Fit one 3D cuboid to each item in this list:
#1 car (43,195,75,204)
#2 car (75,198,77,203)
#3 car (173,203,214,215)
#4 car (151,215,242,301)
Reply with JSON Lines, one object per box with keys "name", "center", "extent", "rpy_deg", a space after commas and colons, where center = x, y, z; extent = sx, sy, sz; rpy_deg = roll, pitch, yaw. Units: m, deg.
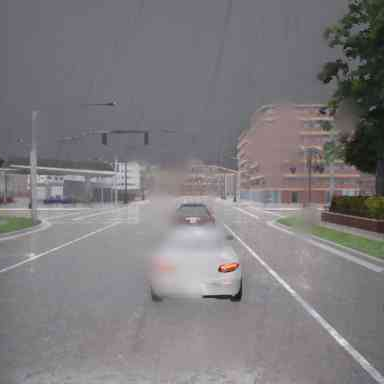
{"name": "car", "center": [-23.437, 1.295, 57.889], "extent": [4.611, 1.667, 2.242], "rpy_deg": [0, 0, 1]}
{"name": "car", "center": [-24.167, 1.456, 63.639], "extent": [3.806, 1.475, 1.970], "rpy_deg": [0, 0, 1]}
{"name": "car", "center": [0.064, 1.352, 17.181], "extent": [2.097, 1.767, 4.553], "rpy_deg": [0, 0, 0]}
{"name": "car", "center": [0.087, 1.526, 8.188], "extent": [1.812, 1.442, 4.674], "rpy_deg": [0, 0, 0]}
